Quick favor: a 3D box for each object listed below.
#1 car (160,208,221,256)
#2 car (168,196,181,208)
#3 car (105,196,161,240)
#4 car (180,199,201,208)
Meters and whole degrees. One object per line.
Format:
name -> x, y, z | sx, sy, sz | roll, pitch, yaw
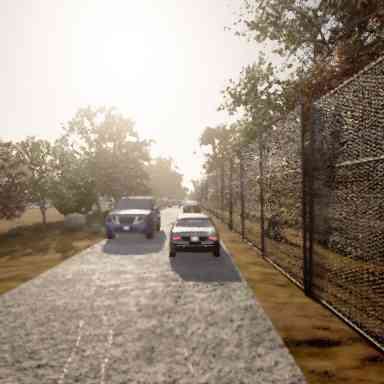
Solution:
car -> 0.083, 1.565, 13.246 | 2.033, 1.411, 5.357 | 0, 0, 0
car -> -3.054, 1.779, 59.340 | 2.150, 2.045, 5.566 | 0, -1, 0
car -> -2.882, 1.243, 17.465 | 2.150, 2.045, 5.566 | 0, 0, 1
car -> 0.005, 1.665, 34.552 | 1.812, 1.442, 4.674 | 0, -1, 0
